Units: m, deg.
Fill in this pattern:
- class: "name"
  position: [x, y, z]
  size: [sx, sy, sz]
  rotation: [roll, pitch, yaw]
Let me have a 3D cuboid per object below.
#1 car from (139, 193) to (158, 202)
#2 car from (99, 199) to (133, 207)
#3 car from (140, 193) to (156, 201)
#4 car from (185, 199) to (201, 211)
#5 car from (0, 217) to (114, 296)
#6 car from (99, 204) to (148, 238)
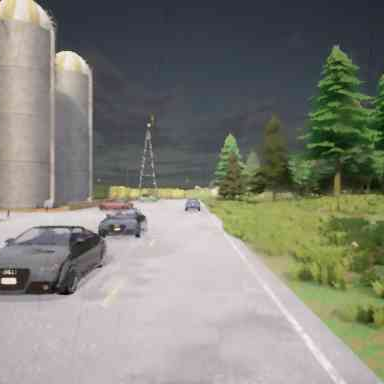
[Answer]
- class: "car"
  position: [-9.538, 1.463, 73.144]
  size: [3.988, 1.617, 1.851]
  rotation: [0, 0, -1]
- class: "car"
  position: [-9.055, 1.539, 40.135]
  size: [4.181, 1.381, 1.994]
  rotation: [0, 0, -1]
- class: "car"
  position: [-11.893, 1.332, 89.990]
  size: [3.866, 1.878, 1.905]
  rotation: [0, 0, -31]
- class: "car"
  position: [0.102, 1.536, 41.441]
  size: [2.033, 1.411, 5.357]
  rotation: [0, 0, 0]
- class: "car"
  position: [-3.588, 1.562, 8.526]
  size: [1.994, 1.385, 4.181]
  rotation: [0, 0, 0]
- class: "car"
  position: [-3.499, 1.559, 17.549]
  size: [1.994, 1.385, 4.181]
  rotation: [0, 0, 0]
